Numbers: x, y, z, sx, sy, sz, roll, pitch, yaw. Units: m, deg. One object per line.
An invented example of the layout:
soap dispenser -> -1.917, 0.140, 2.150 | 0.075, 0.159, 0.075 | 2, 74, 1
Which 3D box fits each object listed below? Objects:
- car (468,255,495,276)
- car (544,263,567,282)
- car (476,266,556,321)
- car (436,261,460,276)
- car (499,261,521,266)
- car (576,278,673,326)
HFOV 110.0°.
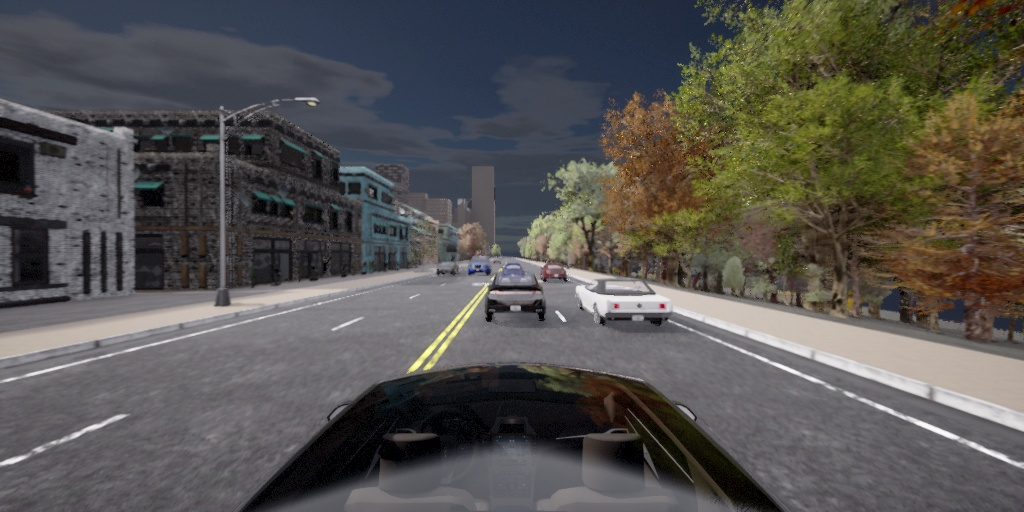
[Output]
car -> -3.338, 1.018, 37.822 | 2.150, 2.045, 5.566 | 0, 0, 0
car -> 3.354, 1.313, 29.473 | 1.812, 1.442, 4.674 | 0, 0, 0
car -> 0.103, 1.256, 12.491 | 2.128, 1.511, 4.902 | 0, 0, 0
car -> -6.586, 1.302, 37.241 | 1.837, 1.490, 4.892 | 0, 0, 0
car -> 0.105, 1.313, 29.484 | 1.812, 1.442, 4.674 | 0, 0, 0
car -> 3.352, 1.364, 11.741 | 1.895, 1.301, 4.718 | 0, 0, 0
